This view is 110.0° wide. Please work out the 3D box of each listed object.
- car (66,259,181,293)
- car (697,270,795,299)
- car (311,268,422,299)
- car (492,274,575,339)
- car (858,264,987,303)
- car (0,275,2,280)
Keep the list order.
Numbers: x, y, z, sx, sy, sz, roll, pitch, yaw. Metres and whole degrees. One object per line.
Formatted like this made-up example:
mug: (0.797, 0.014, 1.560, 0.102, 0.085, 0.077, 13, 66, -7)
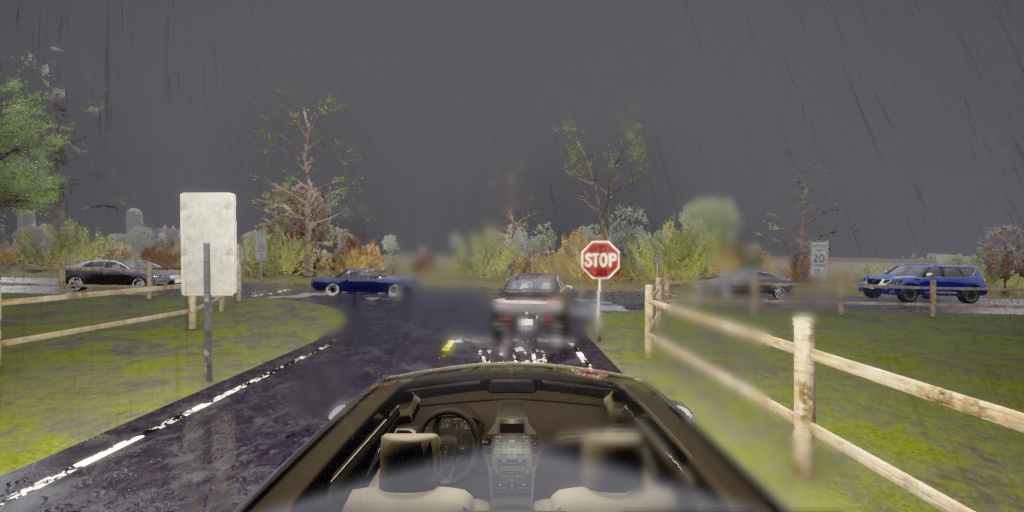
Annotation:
car: (-18.481, 0.885, 17.225, 4.902, 1.511, 2.128, 1, 1, 0)
car: (13.015, 1.525, 20.116, 4.902, 1.511, 2.128, 1, 1, 0)
car: (-6.813, 1.249, 17.201, 4.718, 1.301, 1.895, 1, 1, 0)
car: (0.711, 1.240, 10.165, 2.128, 1.511, 4.902, 0, 0, 9)
car: (22.910, 1.467, 20.099, 5.566, 2.045, 2.150, 1, 1, 0)
car: (-27.784, 0.718, 17.238, 4.674, 1.442, 1.812, 1, 1, 0)
